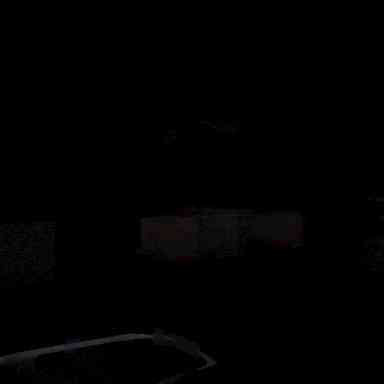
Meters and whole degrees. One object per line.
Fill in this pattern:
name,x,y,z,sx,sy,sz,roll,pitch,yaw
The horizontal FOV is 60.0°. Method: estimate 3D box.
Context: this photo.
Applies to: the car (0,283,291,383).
car,-1.461,1.490,2.029,4.902,1.511,2.128,1,0,-35
